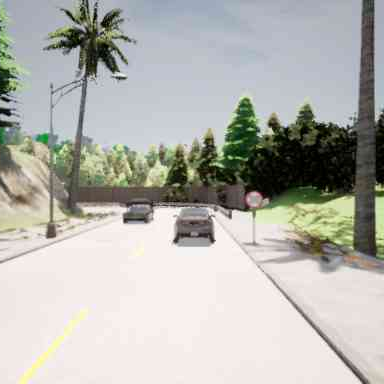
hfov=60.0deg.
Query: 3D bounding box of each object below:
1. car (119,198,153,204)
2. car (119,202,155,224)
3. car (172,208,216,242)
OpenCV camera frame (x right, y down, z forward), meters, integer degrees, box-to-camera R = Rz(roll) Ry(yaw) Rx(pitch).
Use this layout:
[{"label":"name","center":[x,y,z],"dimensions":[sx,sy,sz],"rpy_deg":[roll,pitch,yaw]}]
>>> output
[{"label":"car","center":[-8.075,1.601,48.254],"dimensions":[5.008,1.535,1.882],"rpy_deg":[0,-4,7]},{"label":"car","center":[-3.997,1.665,25.380],"dimensions":[1.895,1.301,4.718],"rpy_deg":[0,0,0]},{"label":"car","center":[0.107,1.546,16.487],"dimensions":[1.837,1.490,4.892],"rpy_deg":[0,0,0]}]
